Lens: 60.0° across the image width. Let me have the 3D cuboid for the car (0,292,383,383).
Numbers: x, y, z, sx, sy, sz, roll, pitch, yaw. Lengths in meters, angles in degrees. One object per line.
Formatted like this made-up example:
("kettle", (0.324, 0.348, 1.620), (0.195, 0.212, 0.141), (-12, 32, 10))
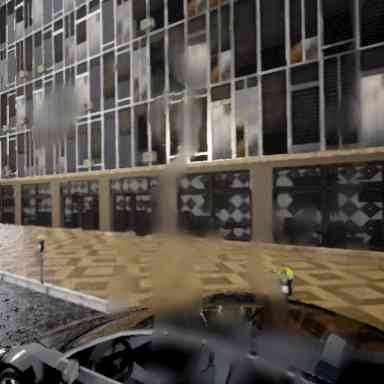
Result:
("car", (0.128, 1.567, 2.760), (4.313, 1.339, 1.947), (0, -1, 36))
